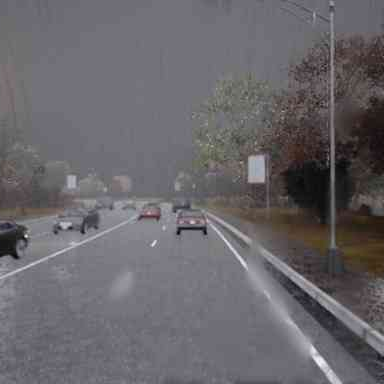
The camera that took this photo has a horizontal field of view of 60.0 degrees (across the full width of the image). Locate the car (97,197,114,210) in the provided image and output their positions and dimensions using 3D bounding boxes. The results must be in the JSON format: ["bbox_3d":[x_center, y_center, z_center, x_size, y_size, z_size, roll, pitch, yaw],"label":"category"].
[{"bbox_3d":[-12.802,1.722,49.374,2.150,2.045,5.566,0,0,-9],"label":"car"}]

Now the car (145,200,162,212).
[{"bbox_3d":[-5.269,1.916,45.781,2.128,1.511,4.902,0,0,-7],"label":"car"}]

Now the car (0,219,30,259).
[{"bbox_3d":[-7.060,1.628,10.625,2.128,1.511,4.902,0,-1,0],"label":"car"}]

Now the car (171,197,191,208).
[{"bbox_3d":[-1.430,1.631,43.430,2.150,2.045,5.566,0,-1,-7],"label":"car"}]

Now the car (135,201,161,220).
[{"bbox_3d":[-4.026,1.898,32.253,1.994,1.385,4.181,0,0,-3],"label":"car"}]

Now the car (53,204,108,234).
[{"bbox_3d":[-7.134,1.736,21.013,2.128,1.511,4.902,0,-1,-1],"label":"car"}]

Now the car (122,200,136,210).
[{"bbox_3d":[-9.347,1.990,49.925,1.812,1.442,4.674,0,0,-9],"label":"car"}]

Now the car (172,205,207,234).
[{"bbox_3d":[-0.054,1.794,21.215,2.033,1.411,5.357,0,-1,-1],"label":"car"}]
